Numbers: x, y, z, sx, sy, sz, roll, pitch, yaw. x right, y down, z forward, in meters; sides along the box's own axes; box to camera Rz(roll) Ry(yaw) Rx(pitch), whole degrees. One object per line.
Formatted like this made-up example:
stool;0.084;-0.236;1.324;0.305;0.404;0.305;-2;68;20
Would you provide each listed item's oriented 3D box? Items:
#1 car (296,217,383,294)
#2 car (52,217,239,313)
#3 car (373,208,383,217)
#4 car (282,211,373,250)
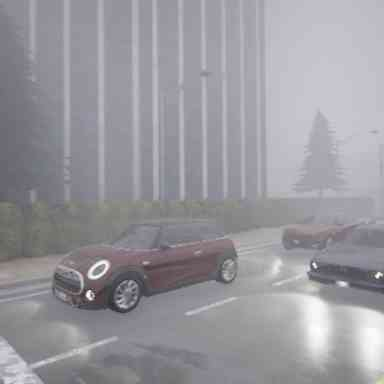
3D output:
car;5.224;1.633;9.093;5.357;1.411;2.033;0;-1;-43
car;-0.927;1.485;8.147;4.553;1.767;2.097;0;-1;-43
car;12.781;1.672;20.908;4.902;1.511;2.128;0;-1;-43
car;5.822;1.634;14.437;5.008;1.535;1.882;0;-1;-43
